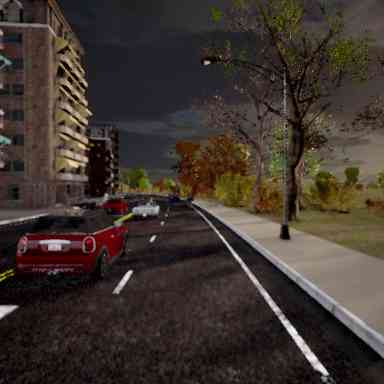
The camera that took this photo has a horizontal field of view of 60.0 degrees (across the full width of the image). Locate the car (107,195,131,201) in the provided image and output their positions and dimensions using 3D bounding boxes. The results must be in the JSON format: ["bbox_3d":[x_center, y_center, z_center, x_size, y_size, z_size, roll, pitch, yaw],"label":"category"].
[{"bbox_3d":[-7.406,1.332,32.015,1.882,1.535,5.008,0,0,-3],"label":"car"}]

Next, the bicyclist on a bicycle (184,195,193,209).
[{"bbox_3d":[-0.238,1.186,38.435,0.659,1.776,1.843,0,1,-3],"label":"bicyclist on a bicycle"}]

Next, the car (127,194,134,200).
[{"bbox_3d":[-13.838,1.134,73.755,2.033,1.411,5.357,0,0,-6],"label":"car"}]

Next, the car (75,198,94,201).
[{"bbox_3d":[-10.701,1.345,32.853,2.128,1.511,4.902,0,0,-3],"label":"car"}]

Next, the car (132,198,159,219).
[{"bbox_3d":[-3.775,1.471,28.051,1.895,1.301,4.718,0,0,-2],"label":"car"}]

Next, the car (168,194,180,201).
[{"bbox_3d":[-3.641,1.210,70.063,1.994,1.385,4.181,0,0,-6],"label":"car"}]

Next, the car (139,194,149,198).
[{"bbox_3d":[-10.324,1.142,71.462,2.128,1.511,4.902,0,0,-6],"label":"car"}]

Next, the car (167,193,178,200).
[{"bbox_3d":[-4.723,1.125,79.928,2.128,1.511,4.902,0,0,-7],"label":"car"}]

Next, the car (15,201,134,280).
[{"bbox_3d":[-3.259,1.308,9.947,2.097,1.767,4.553,0,0,-1],"label":"car"}]
